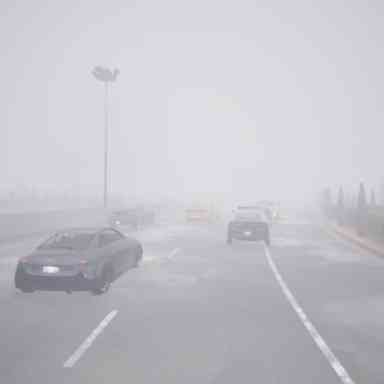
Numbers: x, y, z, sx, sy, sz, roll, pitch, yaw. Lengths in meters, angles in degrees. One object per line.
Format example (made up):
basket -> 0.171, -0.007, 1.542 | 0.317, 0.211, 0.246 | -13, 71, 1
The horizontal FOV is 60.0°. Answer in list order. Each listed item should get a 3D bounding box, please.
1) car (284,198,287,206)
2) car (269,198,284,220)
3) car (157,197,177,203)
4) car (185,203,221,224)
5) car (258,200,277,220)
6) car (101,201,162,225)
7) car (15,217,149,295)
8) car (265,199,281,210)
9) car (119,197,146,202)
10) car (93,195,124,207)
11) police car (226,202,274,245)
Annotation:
car -> 16.874, 1.831, 62.987 | 1.837, 1.490, 4.892 | 0, 0, 19
car -> 6.736, 1.501, 29.772 | 2.097, 1.767, 4.553 | 0, 0, 19
car -> -3.683, 1.528, 46.004 | 2.097, 1.767, 4.553 | 0, 0, 19
car -> 0.969, 1.590, 26.241 | 1.882, 1.535, 5.008 | 0, 0, 17
car -> 4.944, 1.599, 24.463 | 1.882, 1.535, 5.008 | 0, 0, 17
car -> -3.837, 1.582, 22.114 | 1.837, 1.490, 4.892 | 0, 0, 14
car -> -2.718, 1.591, 8.902 | 1.994, 1.385, 4.181 | 0, 0, 6
car -> 11.945, 1.753, 48.625 | 1.837, 1.490, 4.892 | 0, 0, 19
car -> -7.452, 1.709, 45.832 | 2.033, 1.411, 5.357 | 0, 0, 19
car -> -11.226, 1.368, 45.617 | 2.150, 2.045, 5.566 | 0, 0, 19
police car -> 2.797, 1.504, 16.191 | 1.930, 1.638, 5.238 | 0, 0, 12
